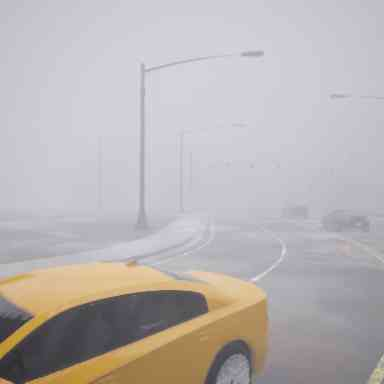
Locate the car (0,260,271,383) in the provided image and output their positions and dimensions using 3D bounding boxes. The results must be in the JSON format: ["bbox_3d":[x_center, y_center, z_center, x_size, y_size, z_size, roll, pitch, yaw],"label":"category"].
[{"bbox_3d":[-1.271,1.511,3.108,5.008,1.535,1.882,1,0,-42],"label":"car"}]

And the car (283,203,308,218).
[{"bbox_3d":[11.244,1.948,36.439,1.882,1.535,5.008,0,-1,4],"label":"car"}]

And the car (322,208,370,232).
[{"bbox_3d":[10.220,1.827,22.282,1.812,1.442,4.674,0,-1,5],"label":"car"}]
